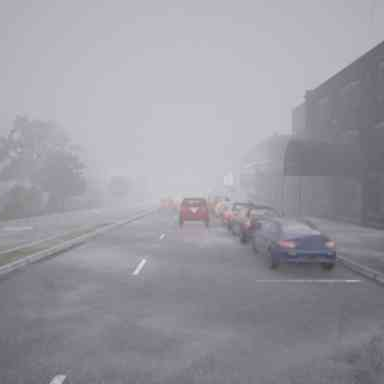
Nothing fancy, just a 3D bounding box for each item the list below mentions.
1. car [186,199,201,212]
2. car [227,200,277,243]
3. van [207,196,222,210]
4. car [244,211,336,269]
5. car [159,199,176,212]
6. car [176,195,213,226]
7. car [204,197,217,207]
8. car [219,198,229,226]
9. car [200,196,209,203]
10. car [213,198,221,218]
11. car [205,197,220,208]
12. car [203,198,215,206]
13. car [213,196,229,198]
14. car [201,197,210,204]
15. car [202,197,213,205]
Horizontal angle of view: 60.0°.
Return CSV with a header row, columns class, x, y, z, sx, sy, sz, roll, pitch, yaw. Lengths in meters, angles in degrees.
class,x,y,z,sx,sy,sz,roll,pitch,yaw
car,0.187,1.767,43.342,1.882,1.535,5.008,0,-1,0
car,3.257,1.468,16.892,2.185,1.767,4.553,0,0,0
van,3.326,1.589,50.191,1.878,1.987,4.442,0,0,0
car,3.246,1.597,11.270,2.002,1.452,4.674,0,0,0
car,-3.065,1.642,43.207,2.097,1.767,4.553,0,0,0
car,0.156,1.391,25.176,2.150,2.045,5.566,0,0,0
car,3.348,1.762,61.092,2.185,1.767,4.553,0,0,0
car,3.269,1.505,22.418,2.185,1.767,4.553,0,0,0
car,3.406,1.944,88.593,2.185,1.767,4.553,0,0,0
car,3.292,1.704,33.493,2.097,1.535,5.008,0,0,0
car,3.337,1.725,55.568,2.185,1.767,4.553,0,0,0
car,3.360,1.963,66.520,2.002,1.452,4.674,0,0,0
car,3.302,1.489,38.928,2.435,2.045,5.566,0,0,0
car,3.393,2.032,83.283,1.946,1.575,5.366,0,0,0
car,3.370,1.961,72.041,2.231,1.521,4.892,0,0,0
